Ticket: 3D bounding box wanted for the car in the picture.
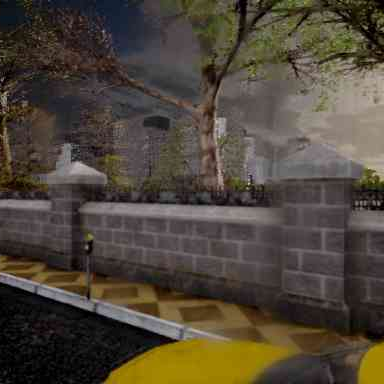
[{"bbox_3d":[1.298,1.525,1.795,4.829,1.417,1.752,0,0,35],"label":"car"}]
